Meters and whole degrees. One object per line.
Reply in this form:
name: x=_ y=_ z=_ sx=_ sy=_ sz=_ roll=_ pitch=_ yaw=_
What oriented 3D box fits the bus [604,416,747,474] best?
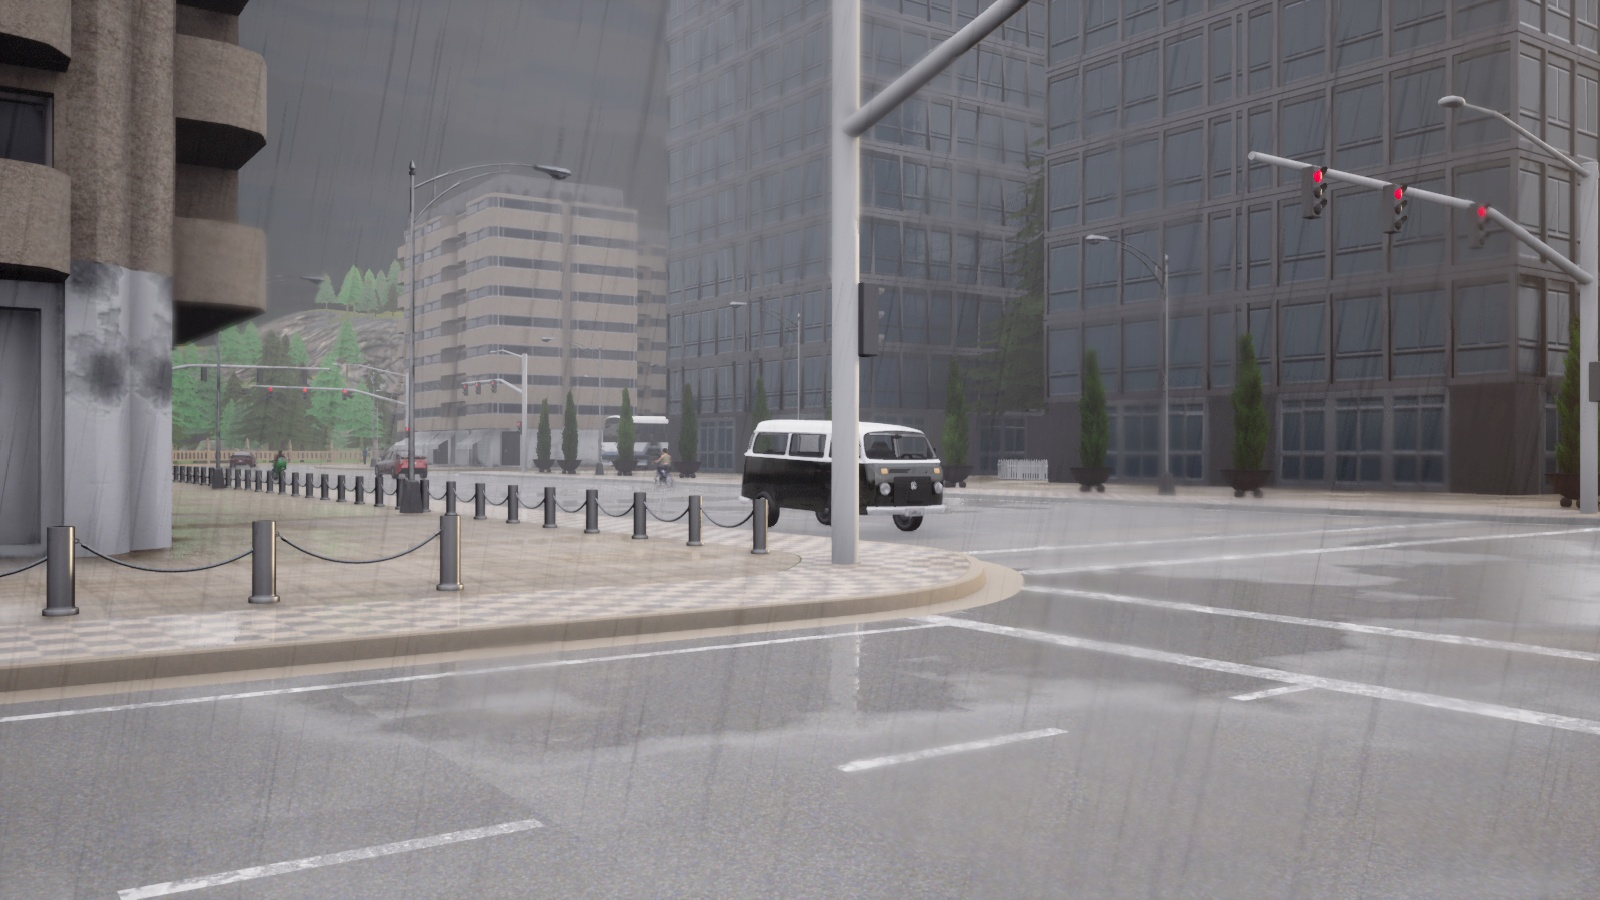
bus: x=-9.496 y=-0.376 z=96.654 sx=10.273 sy=4.253 sz=3.944 roll=0 pitch=0 yaw=-35

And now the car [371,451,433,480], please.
car: x=-21.780 y=0.850 z=68.660 sx=2.007 sy=1.525 sz=4.514 roll=0 pitch=0 yaw=-34

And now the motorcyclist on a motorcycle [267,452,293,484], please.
motorcyclist on a motorcycle: x=-25.608 y=0.877 z=61.853 sx=0.797 sy=1.523 sz=2.044 roll=0 pitch=0 yaw=-34

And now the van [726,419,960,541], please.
van: x=0.684 y=0.457 z=23.491 sx=2.069 sy=2.038 sz=4.480 roll=0 pitch=1 yaw=-35

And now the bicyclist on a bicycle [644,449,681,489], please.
bicyclist on a bicycle: x=-5.601 y=0.762 z=51.166 sx=0.866 sy=1.612 sz=1.509 roll=0 pitch=0 yaw=-34
